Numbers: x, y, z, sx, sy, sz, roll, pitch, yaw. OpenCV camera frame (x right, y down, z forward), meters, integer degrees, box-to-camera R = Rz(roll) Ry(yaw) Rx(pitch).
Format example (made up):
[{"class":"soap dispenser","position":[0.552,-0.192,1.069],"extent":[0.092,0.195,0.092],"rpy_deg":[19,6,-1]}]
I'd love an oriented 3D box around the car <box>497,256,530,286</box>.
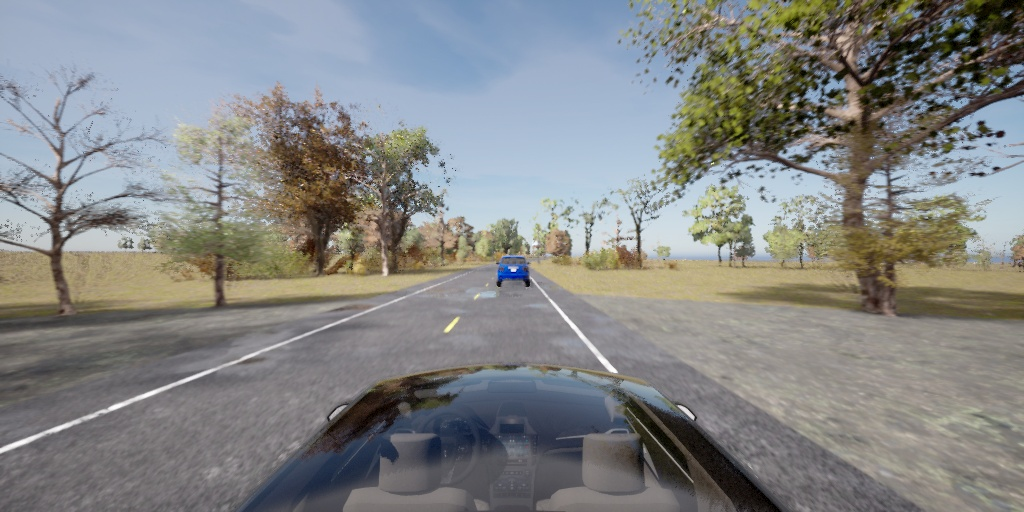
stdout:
[{"class":"car","position":[0.102,0.997,25.780],"extent":[2.150,2.045,5.566],"rpy_deg":[0,0,0]}]
